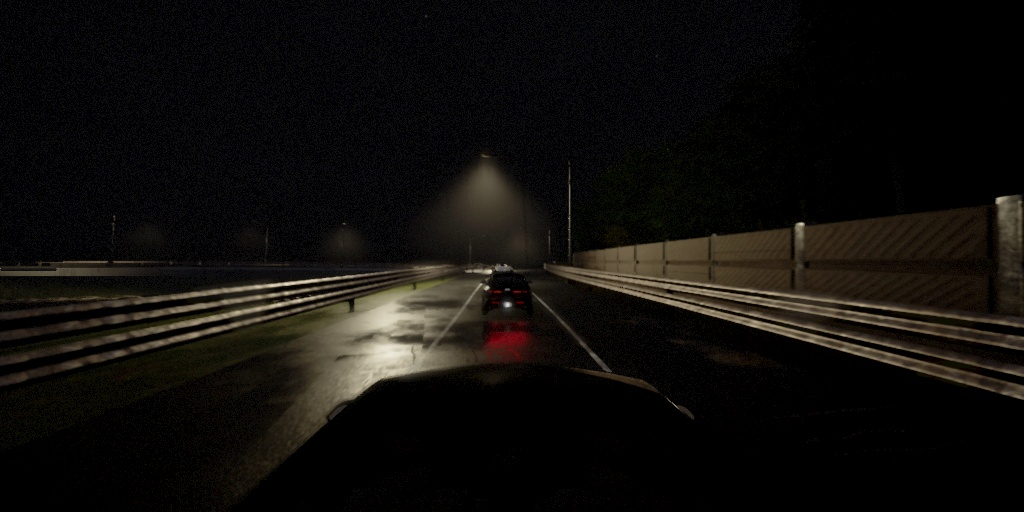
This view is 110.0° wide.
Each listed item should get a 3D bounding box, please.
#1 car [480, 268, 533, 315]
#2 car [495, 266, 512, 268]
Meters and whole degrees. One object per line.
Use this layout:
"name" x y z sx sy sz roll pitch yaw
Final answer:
"car" -0.207 1.396 14.407 1.837 1.490 4.892 0 0 -2
"car" -0.653 1.544 29.439 2.128 1.511 4.902 0 -1 0
